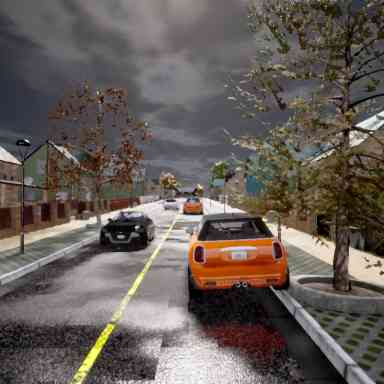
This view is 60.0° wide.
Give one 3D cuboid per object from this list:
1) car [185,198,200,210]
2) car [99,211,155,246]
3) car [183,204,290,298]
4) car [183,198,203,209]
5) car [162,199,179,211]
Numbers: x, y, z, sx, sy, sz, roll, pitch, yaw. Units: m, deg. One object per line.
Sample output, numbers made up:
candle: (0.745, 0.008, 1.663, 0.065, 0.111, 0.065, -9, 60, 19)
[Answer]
car: (0.095, 1.637, 45.940, 2.033, 1.411, 5.357, 0, 0, 1)
car: (-2.826, 1.585, 15.193, 1.994, 1.385, 4.181, 0, 0, 0)
car: (0.936, 1.312, 8.727, 2.097, 1.767, 4.553, -3, -1, 0)
car: (0.131, 1.415, 36.159, 2.097, 1.767, 4.553, 0, 0, 0)
car: (-2.681, 1.607, 43.000, 1.812, 1.442, 4.674, 0, 0, 0)
